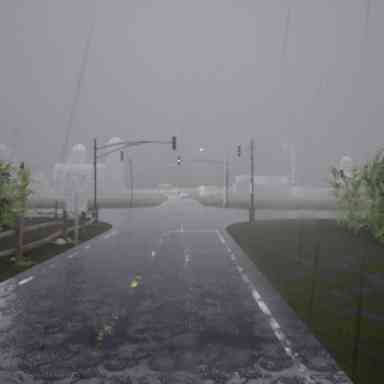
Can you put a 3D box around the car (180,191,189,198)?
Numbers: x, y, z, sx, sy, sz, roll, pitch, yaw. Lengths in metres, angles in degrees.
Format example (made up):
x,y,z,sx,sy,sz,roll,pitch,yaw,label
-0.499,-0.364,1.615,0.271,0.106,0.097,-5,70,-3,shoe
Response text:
x,y,z,sx,sy,sz,roll,pitch,yaw,label
-2.188,0.696,94.572,2.150,2.045,5.566,0,0,-4,car

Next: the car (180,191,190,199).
x,y,z,sx,sy,sz,roll,pitch,yaw,label
-1.592,1.112,84.541,1.812,1.442,4.674,0,0,-3,car
